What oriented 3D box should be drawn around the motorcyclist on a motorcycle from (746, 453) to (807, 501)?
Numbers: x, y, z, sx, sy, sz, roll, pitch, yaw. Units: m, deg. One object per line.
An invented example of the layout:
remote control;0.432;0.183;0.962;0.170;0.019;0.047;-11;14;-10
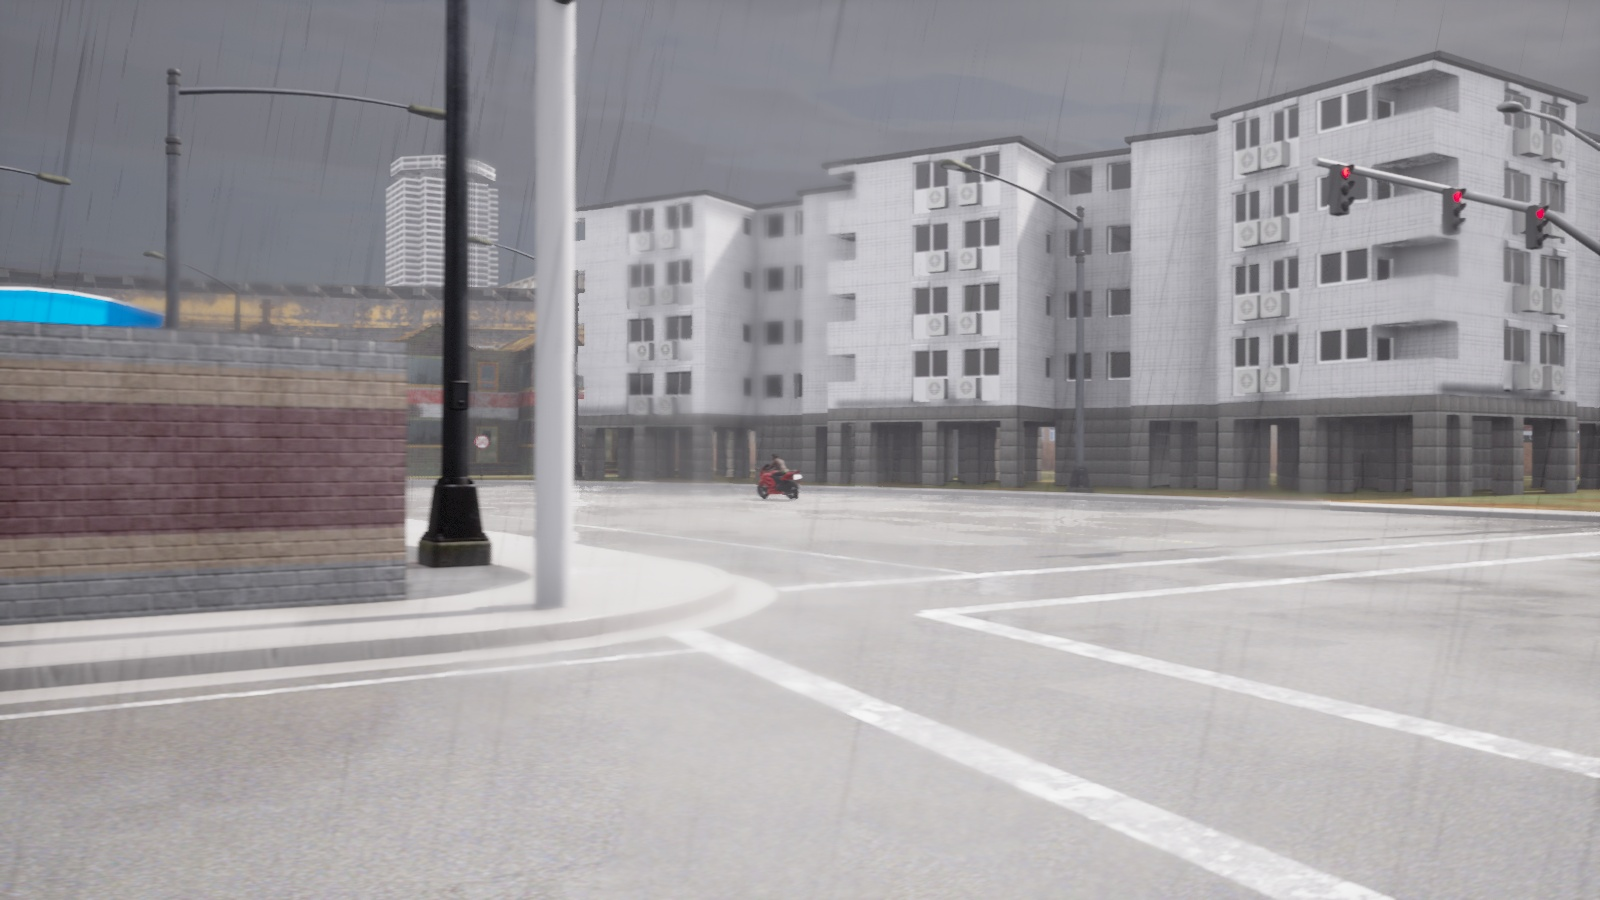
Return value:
motorcyclist on a motorcycle;-0.776;0.865;40.730;0.797;1.523;2.044;0;0;-43
